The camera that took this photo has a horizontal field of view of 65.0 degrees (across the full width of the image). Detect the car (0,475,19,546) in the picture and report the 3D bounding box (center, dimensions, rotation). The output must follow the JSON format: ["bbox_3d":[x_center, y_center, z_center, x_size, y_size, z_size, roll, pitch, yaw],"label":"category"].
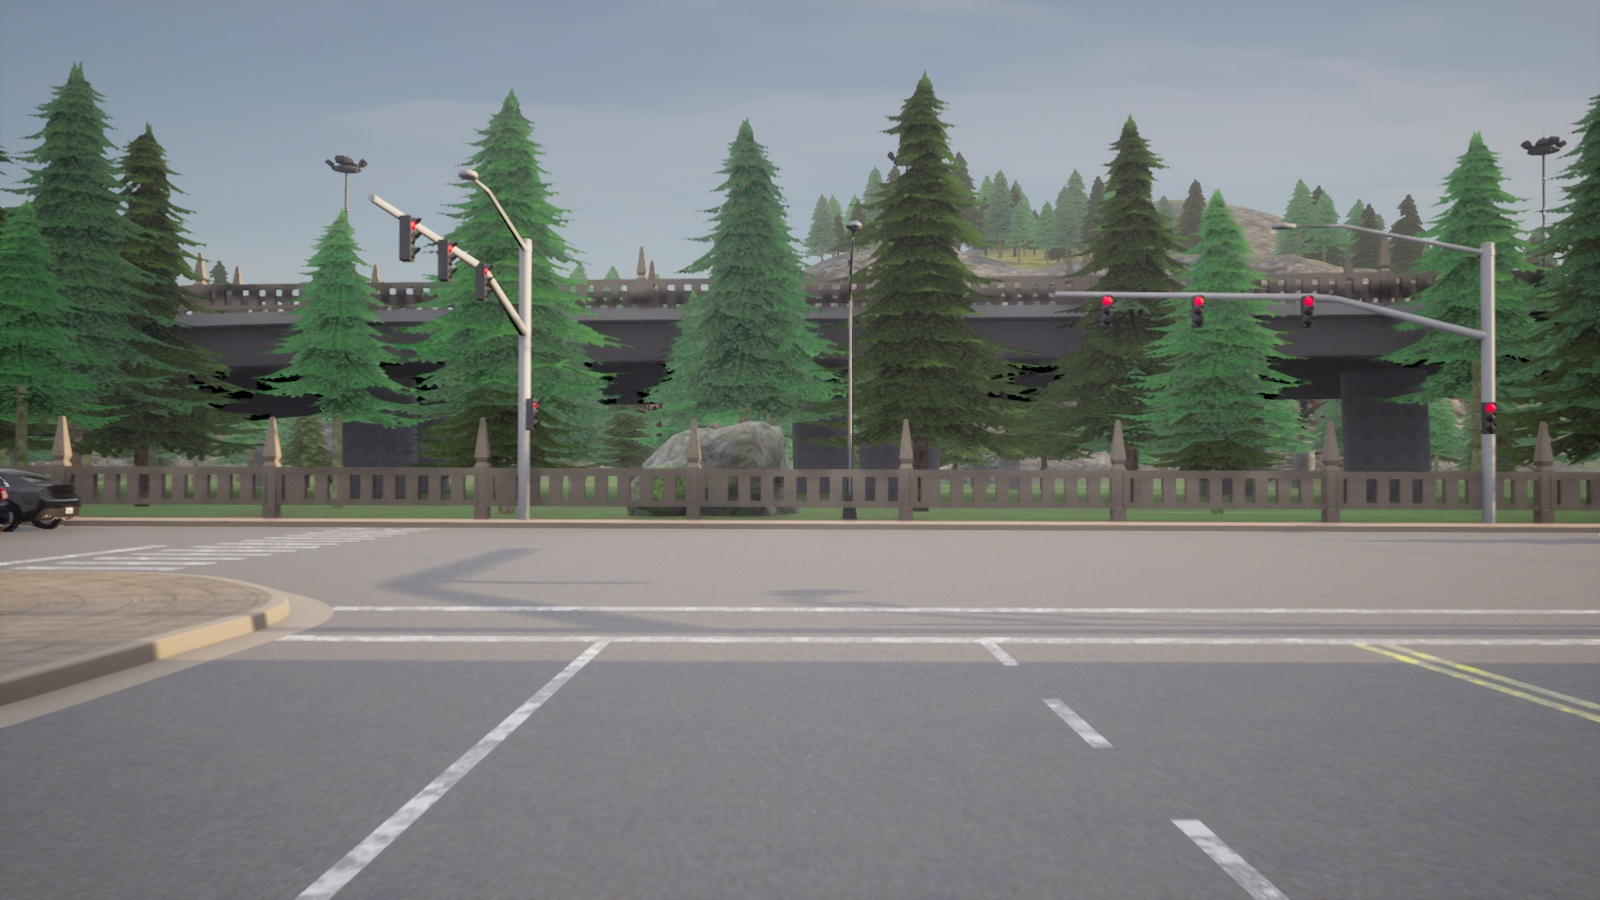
[{"bbox_3d":[-18.874,1.292,26.483,3.633,1.501,1.845,0,-1,1],"label":"car"}]

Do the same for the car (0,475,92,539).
[{"bbox_3d":[-19.879,1.346,29.994,4.892,1.490,1.837,0,-1,1],"label":"car"}]
